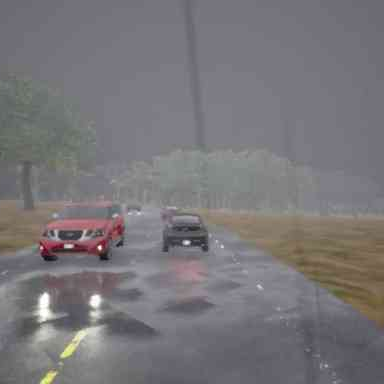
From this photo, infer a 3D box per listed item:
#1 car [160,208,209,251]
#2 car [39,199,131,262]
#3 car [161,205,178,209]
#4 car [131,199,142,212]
[{"bbox_3d":[-0.349,1.682,14.959,1.837,1.490,4.892,0,-1,-3],"label":"car"},{"bbox_3d":[-3.967,1.371,13.085,2.150,2.045,5.566,0,-1,-3],"label":"car"},{"bbox_3d":[-2.110,2.026,33.315,1.812,1.442,4.674,0,-1,-8],"label":"car"},{"bbox_3d":[-9.398,2.116,53.731,2.150,2.045,5.566,0,-1,-12],"label":"car"}]
